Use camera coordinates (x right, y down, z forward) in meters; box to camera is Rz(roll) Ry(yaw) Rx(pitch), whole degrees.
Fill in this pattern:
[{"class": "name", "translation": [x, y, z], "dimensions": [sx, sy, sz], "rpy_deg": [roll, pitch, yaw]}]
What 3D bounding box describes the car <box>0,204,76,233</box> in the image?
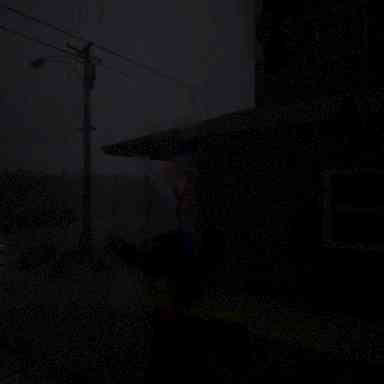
[{"class": "car", "translation": [-9.442, 1.492, 19.959], "dimensions": [1.882, 1.535, 5.008], "rpy_deg": [0, 0, 37]}]
